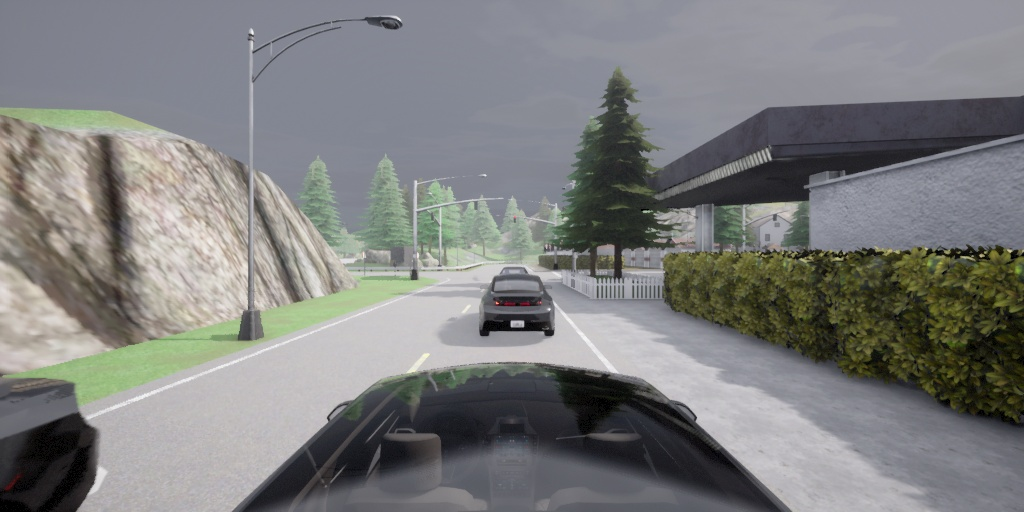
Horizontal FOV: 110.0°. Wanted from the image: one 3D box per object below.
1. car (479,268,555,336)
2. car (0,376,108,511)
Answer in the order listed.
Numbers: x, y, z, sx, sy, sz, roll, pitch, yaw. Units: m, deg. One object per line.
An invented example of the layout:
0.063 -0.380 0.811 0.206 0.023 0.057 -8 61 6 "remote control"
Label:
0.123 1.255 10.334 1.837 1.490 4.892 0 0 0 "car"
-3.604 1.241 0.235 2.128 1.511 4.902 0 0 0 "car"
